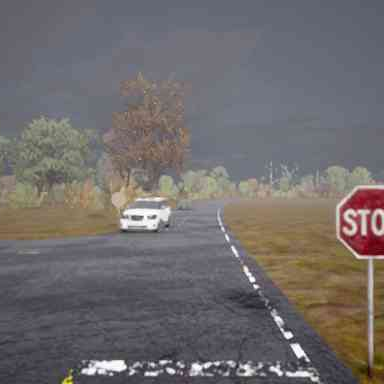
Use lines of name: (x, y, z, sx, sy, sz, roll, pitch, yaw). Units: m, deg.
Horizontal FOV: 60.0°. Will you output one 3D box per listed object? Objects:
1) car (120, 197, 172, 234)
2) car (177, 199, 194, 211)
car: (-2.671, 1.378, 20.700, 2.150, 2.045, 5.566, 0, 0, 6)
car: (-0.846, 1.792, 45.361, 1.837, 1.490, 4.892, 0, 0, 5)
